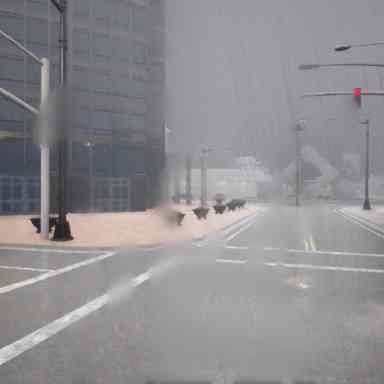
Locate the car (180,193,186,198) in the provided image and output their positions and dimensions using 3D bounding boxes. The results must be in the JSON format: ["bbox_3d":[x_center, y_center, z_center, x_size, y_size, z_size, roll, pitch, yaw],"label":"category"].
[{"bbox_3d":[-2.799,1.112,93.707,4.892,1.490,1.837,0,0,11],"label":"car"}]

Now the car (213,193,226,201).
[{"bbox_3d":[6.112,1.088,73.245,2.097,1.767,4.553,0,0,-8],"label":"car"}]
